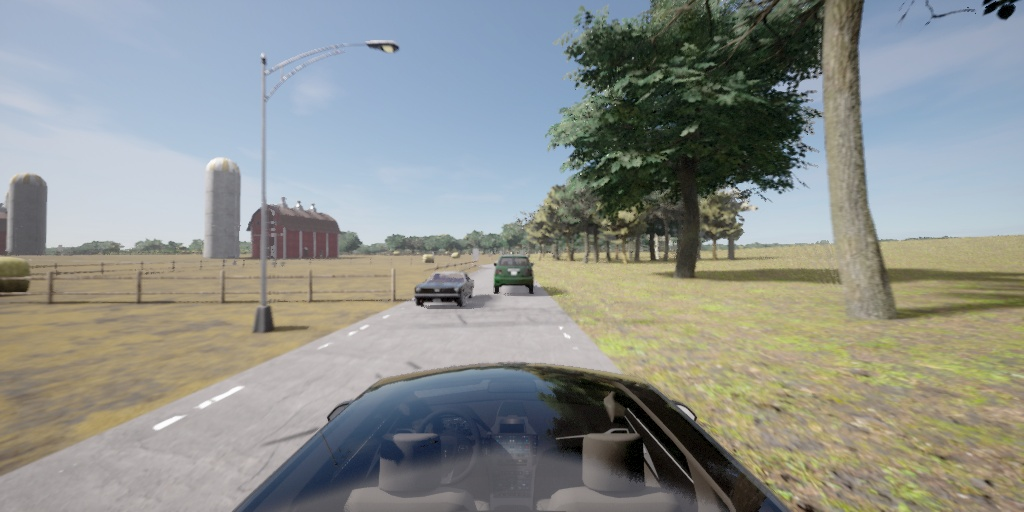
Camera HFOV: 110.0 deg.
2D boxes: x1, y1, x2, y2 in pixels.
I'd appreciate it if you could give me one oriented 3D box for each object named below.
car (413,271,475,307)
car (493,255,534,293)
[{"bbox_3d":[-2.760,1.341,15.471,1.895,1.301,4.718,0,0,0],"label":"car"},{"bbox_3d":[0.100,0.958,20.826,2.150,2.045,5.566,0,0,0],"label":"car"}]
